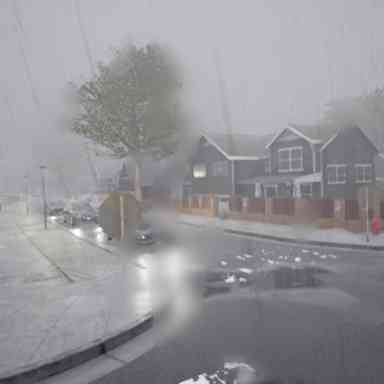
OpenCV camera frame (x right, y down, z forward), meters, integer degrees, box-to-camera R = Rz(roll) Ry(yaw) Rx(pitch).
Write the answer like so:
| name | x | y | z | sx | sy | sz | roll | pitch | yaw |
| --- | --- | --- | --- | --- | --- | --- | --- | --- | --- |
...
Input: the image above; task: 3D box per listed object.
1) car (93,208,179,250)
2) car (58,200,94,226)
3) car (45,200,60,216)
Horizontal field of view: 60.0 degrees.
| name | x | y | z | sx | sy | sz | roll | pitch | yaw |
| --- | --- | --- | --- | --- | --- | --- | --- | --- | --- |
| car | -2.612 | 1.596 | 15.210 | 2.033 | 1.411 | 5.357 | -3 | 2 | -32 |
| car | -8.124 | 1.533 | 24.142 | 1.837 | 1.490 | 4.892 | -3 | 2 | -31 |
| car | -13.788 | 1.562 | 33.775 | 2.033 | 1.411 | 5.357 | -3 | 2 | -30 |
